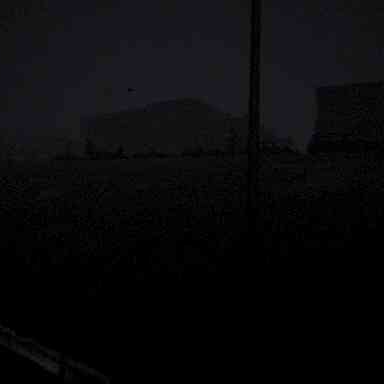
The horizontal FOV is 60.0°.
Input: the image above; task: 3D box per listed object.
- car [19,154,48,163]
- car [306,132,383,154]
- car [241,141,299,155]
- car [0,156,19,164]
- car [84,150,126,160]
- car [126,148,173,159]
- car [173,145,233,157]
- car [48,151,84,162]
[{"bbox_3d":[-18.182,-3.801,40.158,5.008,1.535,2.097,1,1,32],"label":"car"},{"bbox_3d":[11.427,-3.345,24.667,5.566,2.045,2.435,2,1,25],"label":"car"},{"bbox_3d":[6.328,-3.369,27.011,4.553,1.767,2.185,1,1,26],"label":"car"},{"bbox_3d":[-22.892,-3.868,43.091,4.674,1.452,2.002,1,1,33],"label":"car"},{"bbox_3d":[-8.441,-3.554,34.533,4.792,1.488,2.163,1,1,29],"label":"car"},{"bbox_3d":[-3.580,-3.437,31.921,4.674,1.452,2.002,1,1,28],"label":"car"},{"bbox_3d":[1.250,-3.371,29.458,4.892,1.521,2.231,1,1,27],"label":"car"},{"bbox_3d":[-13.431,-3.819,37.337,4.553,1.767,2.185,1,1,31],"label":"car"}]
